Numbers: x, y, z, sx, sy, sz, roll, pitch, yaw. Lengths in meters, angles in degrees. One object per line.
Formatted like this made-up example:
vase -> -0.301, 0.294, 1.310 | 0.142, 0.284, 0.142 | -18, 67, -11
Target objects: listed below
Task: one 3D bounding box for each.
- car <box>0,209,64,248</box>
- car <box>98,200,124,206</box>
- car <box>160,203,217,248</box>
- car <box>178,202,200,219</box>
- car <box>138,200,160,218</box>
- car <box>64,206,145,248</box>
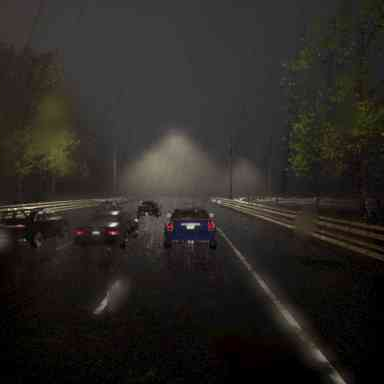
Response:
car -> -7.075, 1.498, 14.770 | 2.128, 1.511, 4.902 | 0, 0, -1
car -> -7.298, 1.529, 29.787 | 1.837, 1.490, 4.892 | 0, 0, -1
car -> -0.075, 1.368, 14.810 | 2.097, 1.767, 4.553 | 0, 0, -1
car -> -0.300, 1.629, 29.955 | 1.895, 1.301, 4.718 | 0, 0, -1
car -> -3.798, 1.529, 29.856 | 1.837, 1.490, 4.892 | 0, 0, -1
car -> -3.576, 1.566, 14.805 | 2.033, 1.411, 5.357 | 0, 0, -1
